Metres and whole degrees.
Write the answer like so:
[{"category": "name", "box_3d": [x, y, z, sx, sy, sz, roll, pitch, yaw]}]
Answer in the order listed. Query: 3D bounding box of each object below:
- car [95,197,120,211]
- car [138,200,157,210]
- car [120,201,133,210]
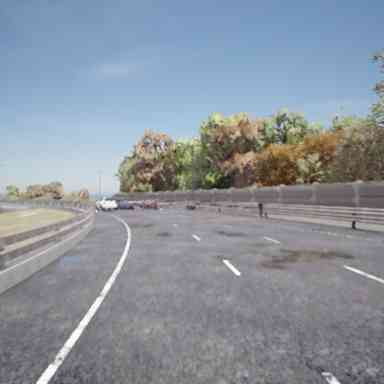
[{"category": "car", "box_3d": [-13.268, 1.825, 51.110, 2.150, 2.045, 5.566, 0, -1, -29]}, {"category": "car", "box_3d": [-7.234, 2.119, 54.482, 1.812, 1.442, 4.674, 0, -1, -29]}, {"category": "car", "box_3d": [-11.136, 2.183, 54.265, 1.994, 1.385, 4.181, 0, -1, -30]}]
